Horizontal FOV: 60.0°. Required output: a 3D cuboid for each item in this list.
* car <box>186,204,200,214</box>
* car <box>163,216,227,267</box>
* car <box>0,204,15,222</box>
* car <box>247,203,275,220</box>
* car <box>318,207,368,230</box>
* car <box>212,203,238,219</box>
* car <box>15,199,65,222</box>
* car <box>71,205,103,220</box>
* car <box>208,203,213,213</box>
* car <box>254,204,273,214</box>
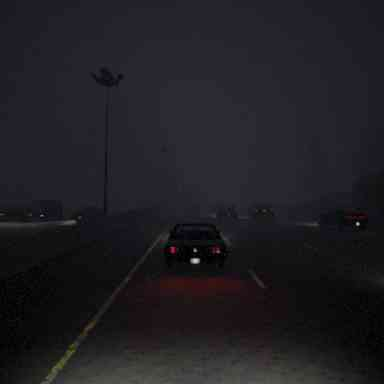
[{"bbox_3d":[0.110,2.421,48.379,1.812,1.442,4.674,0,-2,0],"label":"car"},{"bbox_3d":[0.098,1.736,11.859,1.895,1.301,4.718,0,-1,0],"label":"car"},{"bbox_3d":[-17.590,1.957,31.772,1.882,1.535,5.008,0,-1,0],"label":"car"},{"bbox_3d":[7.107,1.902,34.741,2.097,1.767,4.553,0,-1,0],"label":"car"},{"bbox_3d":[10.604,1.830,23.693,1.837,1.490,4.892,0,-1,0],"label":"car"},{"bbox_3d":[3.606,2.046,34.896,2.128,1.511,4.902,0,-1,0],"label":"car"},{"bbox_3d":[-14.092,1.701,31.762,2.150,2.045,5.566,0,-1,0],"label":"car"},{"bbox_3d":[-10.588,2.080,34.121,2.033,1.411,5.357,0,-1,0],"label":"car"},{"bbox_3d":[3.610,2.527,53.601,1.882,1.535,5.008,0,-2,0],"label":"car"},{"bbox_3d":[10.610,2.537,49.713,1.895,1.301,4.718,0,-2,0],"label":"car"}]
